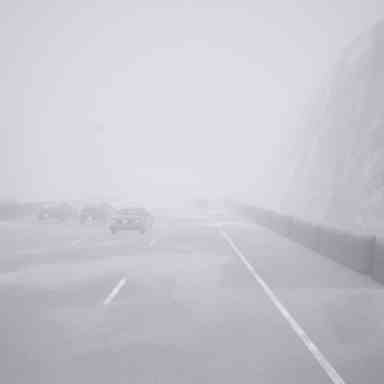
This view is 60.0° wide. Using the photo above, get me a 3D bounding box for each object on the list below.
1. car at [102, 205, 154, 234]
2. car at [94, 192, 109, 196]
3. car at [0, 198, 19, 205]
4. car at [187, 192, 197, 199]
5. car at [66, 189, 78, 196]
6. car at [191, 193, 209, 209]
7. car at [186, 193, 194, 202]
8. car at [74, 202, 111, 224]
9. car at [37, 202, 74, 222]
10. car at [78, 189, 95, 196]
[{"bbox_3d":[-3.406,1.563,19.411,2.033,1.411,5.357,0,0,0],"label":"car"},{"bbox_3d":[-21.024,0.533,78.951,1.812,1.442,4.674,0,1,0],"label":"car"},{"bbox_3d":[-21.097,1.402,36.928,2.128,1.511,4.902,0,1,0],"label":"car"},{"bbox_3d":[-0.022,0.848,75.184,2.033,1.411,5.357,0,1,0],"label":"car"},{"bbox_3d":[-28.024,0.233,78.914,2.150,2.045,5.566,0,1,0],"label":"car"},{"bbox_3d":[1.212,1.325,43.534,1.882,1.535,5.008,0,1,0],"label":"car"},{"bbox_3d":[-0.018,1.172,60.394,1.994,1.385,4.181,0,1,0],"label":"car"},{"bbox_3d":[-6.907,1.501,24.960,1.837,1.490,4.892,0,0,0],"label":"car"},{"bbox_3d":[-10.408,1.516,26.015,1.812,1.442,4.674,0,0,0],"label":"car"},{"bbox_3d":[-24.524,0.234,78.915,2.150,2.045,5.566,0,1,0],"label":"car"}]
